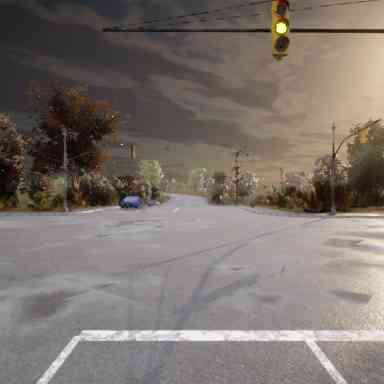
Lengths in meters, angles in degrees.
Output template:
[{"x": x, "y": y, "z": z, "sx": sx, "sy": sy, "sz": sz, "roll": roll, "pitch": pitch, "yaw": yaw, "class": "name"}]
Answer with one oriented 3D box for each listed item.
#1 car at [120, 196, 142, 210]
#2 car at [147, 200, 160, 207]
[{"x": -7.000, "y": 1.223, "z": 38.676, "sx": 1.882, "sy": 1.535, "sz": 5.008, "roll": 0, "pitch": -1, "yaw": 0, "class": "car"}, {"x": -7.000, "y": 2.052, "z": 60.461, "sx": 1.895, "sy": 1.301, "sz": 4.718, "roll": 0, "pitch": -2, "yaw": 0, "class": "car"}]
